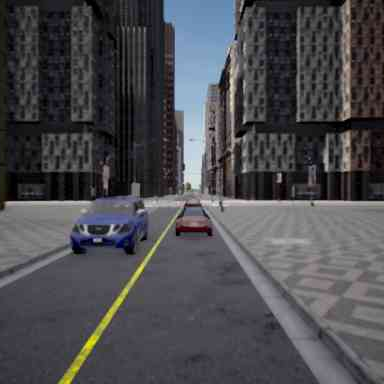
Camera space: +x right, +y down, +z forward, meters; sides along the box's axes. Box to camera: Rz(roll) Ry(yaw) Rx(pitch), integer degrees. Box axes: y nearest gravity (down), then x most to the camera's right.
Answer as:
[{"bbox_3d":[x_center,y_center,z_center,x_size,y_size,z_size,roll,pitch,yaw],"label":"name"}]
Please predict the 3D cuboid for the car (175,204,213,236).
[{"bbox_3d":[0.096,1.563,18.616,1.994,1.385,4.181,0,0,0],"label":"car"}]

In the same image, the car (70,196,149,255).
[{"bbox_3d":[-3.079,1.221,13.643,2.150,2.045,5.566,0,0,0],"label":"car"}]

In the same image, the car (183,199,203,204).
[{"bbox_3d":[0.094,1.478,34.676,1.882,1.535,5.008,0,0,0],"label":"car"}]
